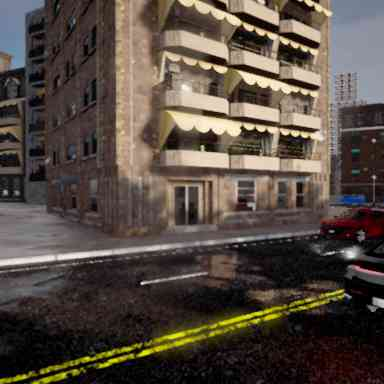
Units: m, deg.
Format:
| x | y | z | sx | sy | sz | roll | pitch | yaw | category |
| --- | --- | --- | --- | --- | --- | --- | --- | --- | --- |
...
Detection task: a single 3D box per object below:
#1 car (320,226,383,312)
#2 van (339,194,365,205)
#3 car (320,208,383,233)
| x | y | z | sx | sy | sz | roll | pitch | yaw | category |
| --- | --- | --- | --- | --- | --- | --- | --- | --- | --- |
| 5.005 | 1.549 | 6.553 | 4.902 | 1.511 | 2.128 | 0 | 0 | -34 | car |
| 27.428 | 1.333 | 56.804 | 3.998 | 1.788 | 1.690 | 1 | -1 | 24 | van |
| 8.629 | 1.612 | 17.071 | 5.008 | 1.535 | 1.882 | 1 | -1 | -34 | car |
